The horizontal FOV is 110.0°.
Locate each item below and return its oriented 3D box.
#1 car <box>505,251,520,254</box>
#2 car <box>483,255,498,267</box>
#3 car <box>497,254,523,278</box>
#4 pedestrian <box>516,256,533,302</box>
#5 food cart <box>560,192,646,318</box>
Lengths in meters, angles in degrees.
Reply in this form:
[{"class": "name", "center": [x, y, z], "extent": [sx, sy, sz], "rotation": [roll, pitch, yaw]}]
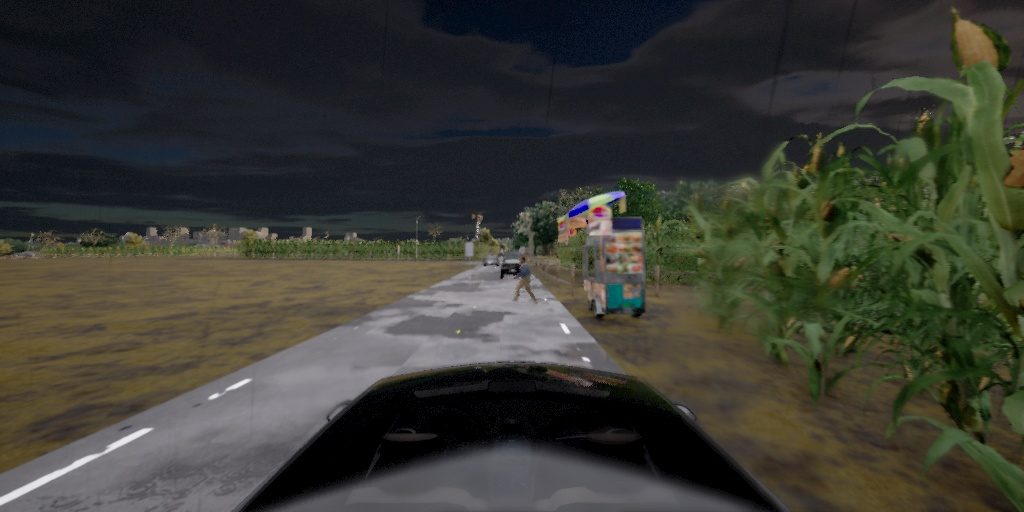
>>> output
[{"class": "car", "center": [0.048, 0.405, 41.215], "extent": [2.150, 2.045, 5.566], "rotation": [0, 1, 0]}, {"class": "car", "center": [-2.645, 0.604, 46.278], "extent": [2.128, 1.511, 4.902], "rotation": [0, 1, 1]}, {"class": "car", "center": [0.080, 0.850, 27.999], "extent": [1.882, 1.535, 5.008], "rotation": [0, 1, 0]}, {"class": "pedestrian", "center": [0.465, 0.875, 13.404], "extent": [0.375, 1.860, 0.375], "rotation": [1, 0, 0]}, {"class": "food cart", "center": [3.133, 0.070, 11.783], "extent": [2.280, 3.560, 4.660], "rotation": [0, 0, 0]}]
